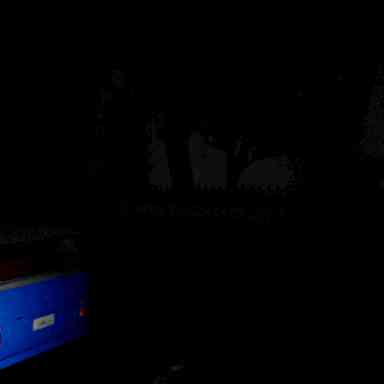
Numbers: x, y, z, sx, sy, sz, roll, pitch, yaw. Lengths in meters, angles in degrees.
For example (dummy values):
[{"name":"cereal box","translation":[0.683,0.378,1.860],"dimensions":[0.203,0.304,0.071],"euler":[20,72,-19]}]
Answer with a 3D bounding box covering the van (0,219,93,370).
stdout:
[{"name":"van","translation":[-3.283,1.306,5.047],"dimensions":[3.998,1.788,1.690],"euler":[0,0,35]}]
